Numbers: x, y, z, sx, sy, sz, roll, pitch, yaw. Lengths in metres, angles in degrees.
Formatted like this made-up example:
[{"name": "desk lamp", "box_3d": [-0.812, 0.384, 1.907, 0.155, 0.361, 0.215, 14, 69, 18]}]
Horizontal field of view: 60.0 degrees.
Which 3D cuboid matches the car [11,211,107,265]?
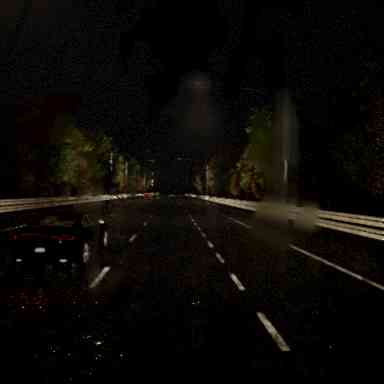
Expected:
[{"name": "car", "box_3d": [-4.174, 1.383, 11.279, 1.882, 1.535, 5.008, 1, 0, -3]}]
